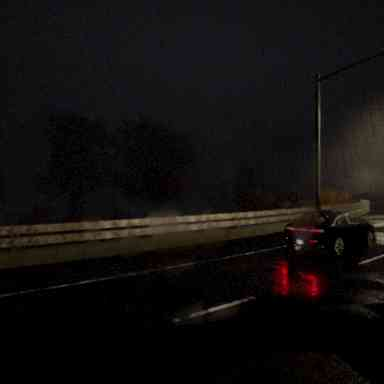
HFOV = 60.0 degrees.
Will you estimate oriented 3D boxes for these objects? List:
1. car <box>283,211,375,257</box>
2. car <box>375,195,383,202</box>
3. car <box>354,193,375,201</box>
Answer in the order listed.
[{"bbox_3d":[5.530,1.516,13.136,4.902,1.511,2.128,0,0,-42],"label":"car"},{"bbox_3d":[42.624,1.434,76.080,1.882,1.535,5.008,0,0,6],"label":"car"},{"bbox_3d":[39.161,1.195,76.602,2.150,2.045,5.566,0,0,6],"label":"car"}]
